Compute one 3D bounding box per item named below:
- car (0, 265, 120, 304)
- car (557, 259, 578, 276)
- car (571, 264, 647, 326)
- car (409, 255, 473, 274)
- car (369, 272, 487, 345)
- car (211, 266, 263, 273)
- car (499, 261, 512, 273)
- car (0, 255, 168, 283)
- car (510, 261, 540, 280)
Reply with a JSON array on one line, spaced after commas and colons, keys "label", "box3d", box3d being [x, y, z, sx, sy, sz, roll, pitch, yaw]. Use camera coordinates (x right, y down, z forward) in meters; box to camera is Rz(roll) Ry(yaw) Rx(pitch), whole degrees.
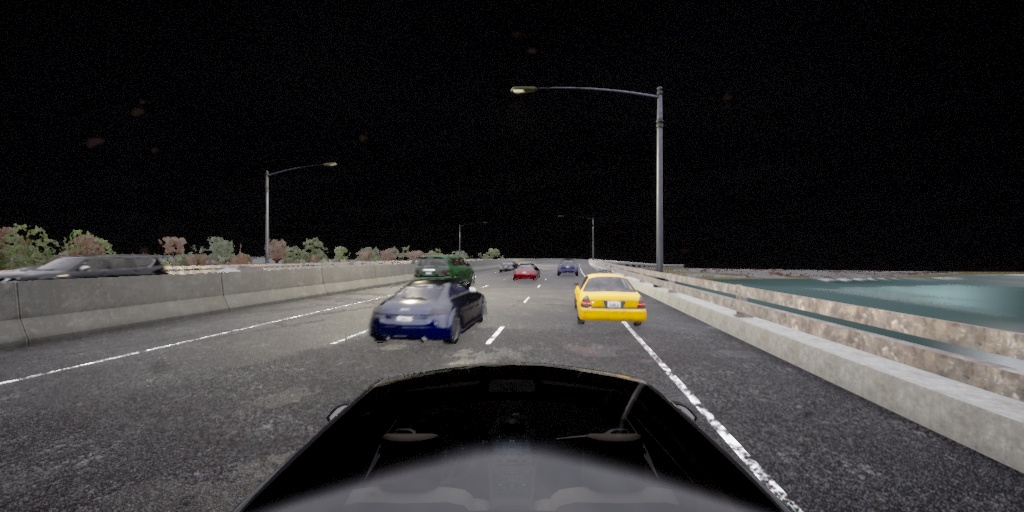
[{"label": "car", "box3d": [-22.346, 1.241, 16.898, 2.128, 1.511, 4.902, 0, 0, 8]}, {"label": "car", "box3d": [5.980, 1.127, 38.280, 2.097, 1.767, 4.553, 0, 0, 10]}, {"label": "car", "box3d": [2.971, 1.209, 11.643, 1.801, 1.575, 5.366, 0, 0, 8]}, {"label": "car", "box3d": [-3.833, 0.980, 20.993, 2.150, 2.045, 5.566, 0, 0, 9]}, {"label": "car", "box3d": [-1.995, 1.315, 9.636, 1.994, 1.385, 4.181, 0, 0, 8]}, {"label": "car", "box3d": [-14.911, 1.280, 19.195, 1.812, 1.442, 4.674, 0, 0, 8]}, {"label": "car", "box3d": [-0.274, 1.327, 43.253, 2.033, 1.411, 5.357, 0, 0, 10]}, {"label": "car", "box3d": [-18.937, 0.973, 16.047, 2.150, 2.045, 5.566, 0, 0, 9]}, {"label": "car", "box3d": [1.344, 1.330, 31.376, 1.994, 1.385, 4.181, 0, 0, 9]}]
